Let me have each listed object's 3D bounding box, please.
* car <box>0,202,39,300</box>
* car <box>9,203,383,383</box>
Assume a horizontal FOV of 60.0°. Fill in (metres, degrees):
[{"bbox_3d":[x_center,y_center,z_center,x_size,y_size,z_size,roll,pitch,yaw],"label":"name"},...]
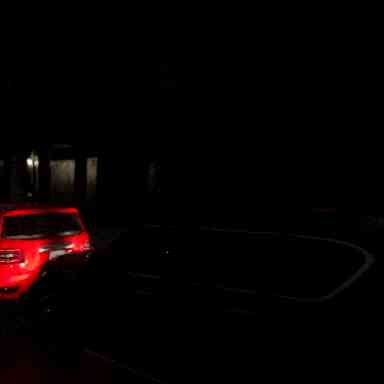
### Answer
[{"bbox_3d":[-4.681,1.259,7.794,5.566,2.045,2.150,0,0,36],"label":"car"},{"bbox_3d":[0.164,1.257,4.254,5.566,2.045,2.150,0,0,36],"label":"car"}]
